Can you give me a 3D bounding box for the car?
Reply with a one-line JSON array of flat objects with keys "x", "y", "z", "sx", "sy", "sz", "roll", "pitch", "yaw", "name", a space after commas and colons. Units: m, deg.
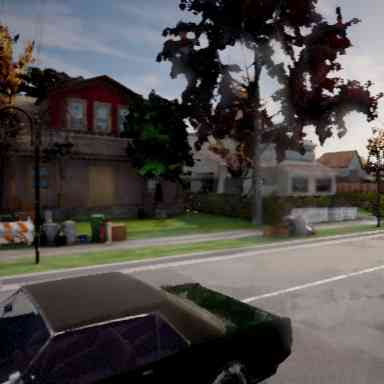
[{"x": -1.287, "y": 1.574, "z": 3.017, "sx": 4.718, "sy": 1.301, "sz": 1.895, "roll": 0, "pitch": 0, "yaw": -36, "name": "car"}]
